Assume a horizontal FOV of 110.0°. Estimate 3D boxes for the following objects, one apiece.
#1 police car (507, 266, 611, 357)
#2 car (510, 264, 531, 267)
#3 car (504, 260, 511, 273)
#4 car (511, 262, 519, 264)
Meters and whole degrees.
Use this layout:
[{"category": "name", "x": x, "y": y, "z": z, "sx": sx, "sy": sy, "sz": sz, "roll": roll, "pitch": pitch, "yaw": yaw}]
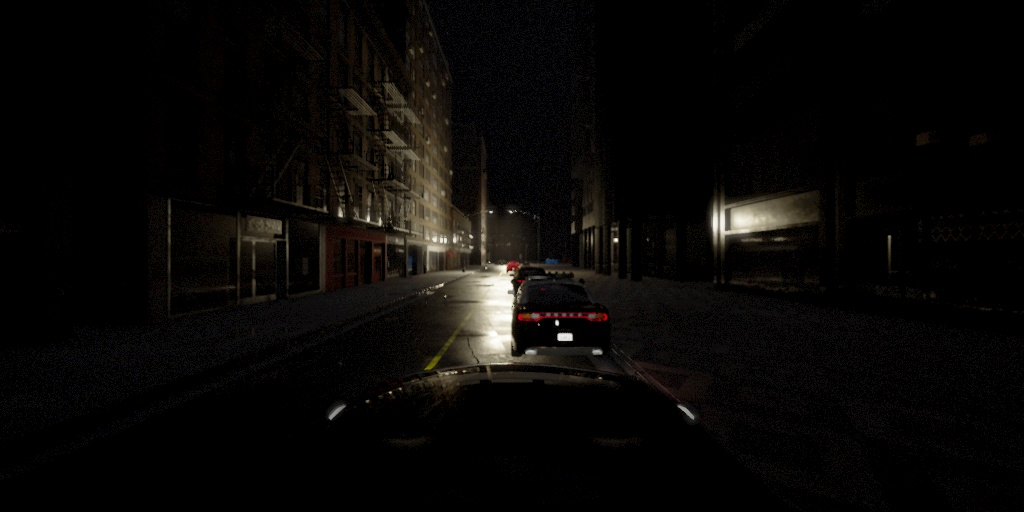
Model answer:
[{"category": "police car", "x": 0.924, "y": 1.206, "z": 8.763, "sx": 1.930, "sy": 1.638, "sz": 5.238, "roll": 0, "pitch": 0, "yaw": 0}, {"category": "car", "x": 0.961, "y": 1.332, "z": 18.653, "sx": 1.837, "sy": 1.490, "sz": 4.892, "roll": 0, "pitch": 0, "yaw": 0}, {"category": "car", "x": 0.202, "y": 1.506, "z": 47.254, "sx": 1.812, "sy": 1.442, "sz": 4.674, "roll": 0, "pitch": 0, "yaw": 1}, {"category": "car", "x": 0.984, "y": 1.313, "z": 24.844, "sx": 1.801, "sy": 1.575, "sz": 5.366, "roll": 0, "pitch": 0, "yaw": 0}]
